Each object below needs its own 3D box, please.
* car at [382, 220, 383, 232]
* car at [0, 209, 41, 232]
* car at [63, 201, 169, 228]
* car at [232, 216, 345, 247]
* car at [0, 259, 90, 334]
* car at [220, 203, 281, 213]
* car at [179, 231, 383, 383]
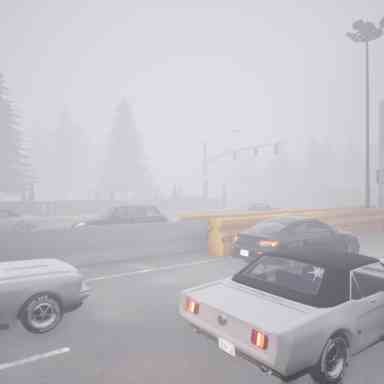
[{"bbox_3d":[10.695,1.406,15.604,4.674,1.442,1.812,-1,0,-36],"label":"car"},{"bbox_3d":[-10.787,1.598,17.784,4.718,1.301,1.895,0,0,-35],"label":"car"},{"bbox_3d":[-3.256,1.321,14.535,4.553,1.767,2.097,-1,0,-35],"label":"car"},{"bbox_3d":[3.306,1.473,10.364,4.674,1.442,1.812,-1,0,-35],"label":"car"},{"bbox_3d":[-4.115,1.601,5.110,4.718,1.301,1.895,0,0,-35],"label":"car"},{"bbox_3d":[4.223,1.484,24.030,4.718,1.301,1.895,0,0,-35],"label":"car"},{"bbox_3d":[2.237,1.576,5.323,4.718,1.301,1.895,-1,0,-35],"label":"car"}]
